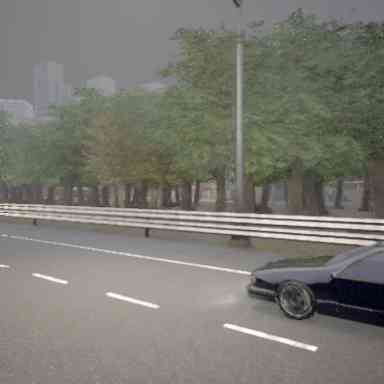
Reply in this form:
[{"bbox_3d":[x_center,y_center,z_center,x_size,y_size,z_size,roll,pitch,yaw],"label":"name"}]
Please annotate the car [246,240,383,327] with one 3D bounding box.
[{"bbox_3d":[3.654,1.548,5.560,5.357,1.411,2.033,0,0,35],"label":"car"}]
